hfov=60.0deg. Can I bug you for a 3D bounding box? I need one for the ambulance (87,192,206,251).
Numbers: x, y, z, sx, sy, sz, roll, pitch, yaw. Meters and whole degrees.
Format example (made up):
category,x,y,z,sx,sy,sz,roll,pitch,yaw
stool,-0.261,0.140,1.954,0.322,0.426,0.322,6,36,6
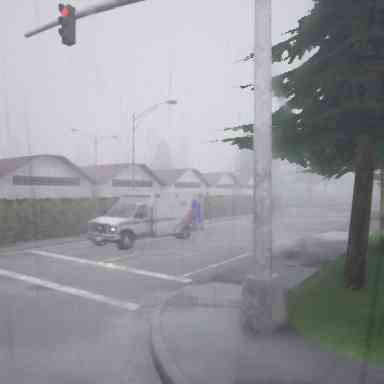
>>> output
category,x,y,z,sx,sy,sz,roll,pitch,yaw
ambulance,-1.970,1.209,16.179,2.351,2.431,6.366,0,0,36
